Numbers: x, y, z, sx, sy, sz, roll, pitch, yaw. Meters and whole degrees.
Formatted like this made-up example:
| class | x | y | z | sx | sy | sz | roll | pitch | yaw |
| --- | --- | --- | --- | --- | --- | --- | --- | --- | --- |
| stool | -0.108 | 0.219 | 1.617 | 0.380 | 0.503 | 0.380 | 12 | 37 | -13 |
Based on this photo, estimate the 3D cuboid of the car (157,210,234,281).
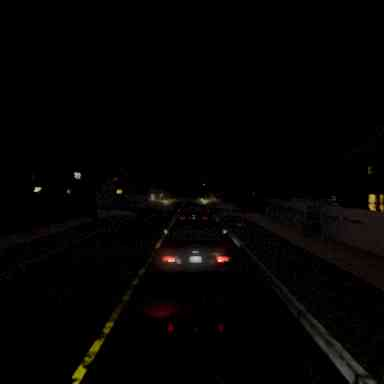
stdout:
| class | x | y | z | sx | sy | sz | roll | pitch | yaw |
| --- | --- | --- | --- | --- | --- | --- | --- | --- | --- |
| car | 0.096 | 1.493 | 9.717 | 2.033 | 1.411 | 5.357 | 0 | 0 | 0 |

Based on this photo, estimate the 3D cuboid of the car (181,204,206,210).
| class | x | y | z | sx | sy | sz | roll | pitch | yaw |
| --- | --- | --- | --- | --- | --- | --- | --- | --- | --- |
| car | 0.097 | 1.442 | 20.287 | 2.033 | 1.411 | 5.357 | 0 | 0 | 0 |
